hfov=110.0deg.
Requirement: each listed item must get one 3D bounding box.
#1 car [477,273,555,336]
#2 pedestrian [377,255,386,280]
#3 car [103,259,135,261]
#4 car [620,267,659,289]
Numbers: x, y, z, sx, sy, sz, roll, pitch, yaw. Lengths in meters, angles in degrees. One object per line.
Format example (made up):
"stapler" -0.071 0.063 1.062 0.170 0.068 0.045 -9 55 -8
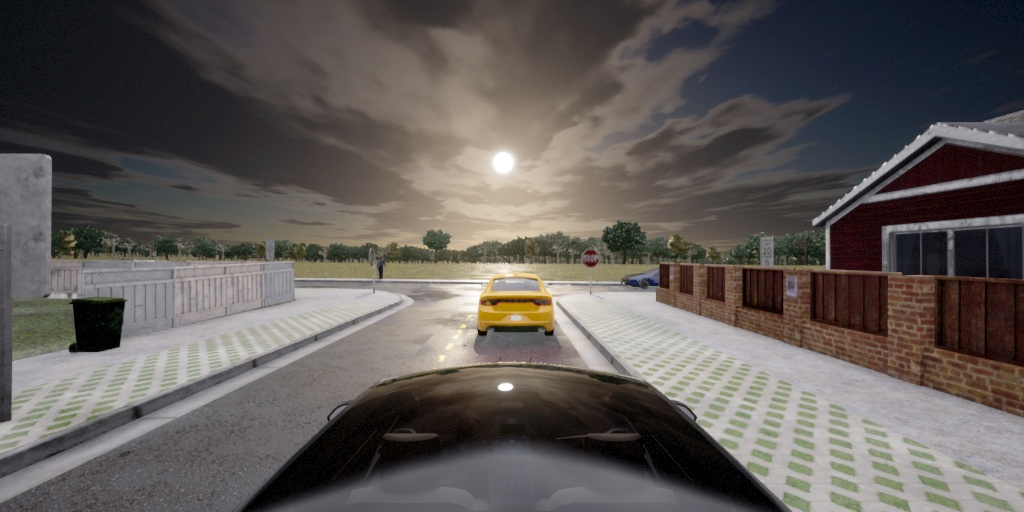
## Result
"car" 0.092 1.229 10.468 1.882 1.535 5.008 0 0 0
"pedestrian" -9.721 0.819 26.577 0.375 1.860 0.375 0 -1 0
"car" -25.909 0.923 23.564 5.008 1.535 1.882 1 0 -1
"car" 10.061 1.452 23.809 5.357 1.411 2.033 1 0 0
